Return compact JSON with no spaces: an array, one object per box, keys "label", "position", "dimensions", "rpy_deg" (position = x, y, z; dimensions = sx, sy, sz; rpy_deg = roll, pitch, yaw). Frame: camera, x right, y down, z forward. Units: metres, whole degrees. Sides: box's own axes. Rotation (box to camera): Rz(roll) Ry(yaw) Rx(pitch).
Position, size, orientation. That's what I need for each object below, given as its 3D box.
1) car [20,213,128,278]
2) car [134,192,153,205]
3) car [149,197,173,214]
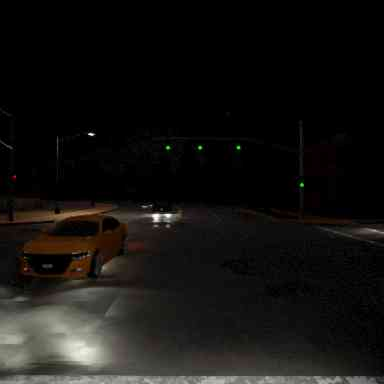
[{"label":"car","position":[-3.338,1.478,10.356],"dimensions":[1.882,1.535,5.008],"rpy_deg":[0,0,2]},{"label":"car","position":[-8.819,1.082,60.868],"dimensions":[2.150,2.045,5.566],"rpy_deg":[0,0,-32]},{"label":"car","position":[-3.095,1.567,35.442],"dimensions":[1.994,1.385,4.181],"rpy_deg":[0,0,-1]}]
